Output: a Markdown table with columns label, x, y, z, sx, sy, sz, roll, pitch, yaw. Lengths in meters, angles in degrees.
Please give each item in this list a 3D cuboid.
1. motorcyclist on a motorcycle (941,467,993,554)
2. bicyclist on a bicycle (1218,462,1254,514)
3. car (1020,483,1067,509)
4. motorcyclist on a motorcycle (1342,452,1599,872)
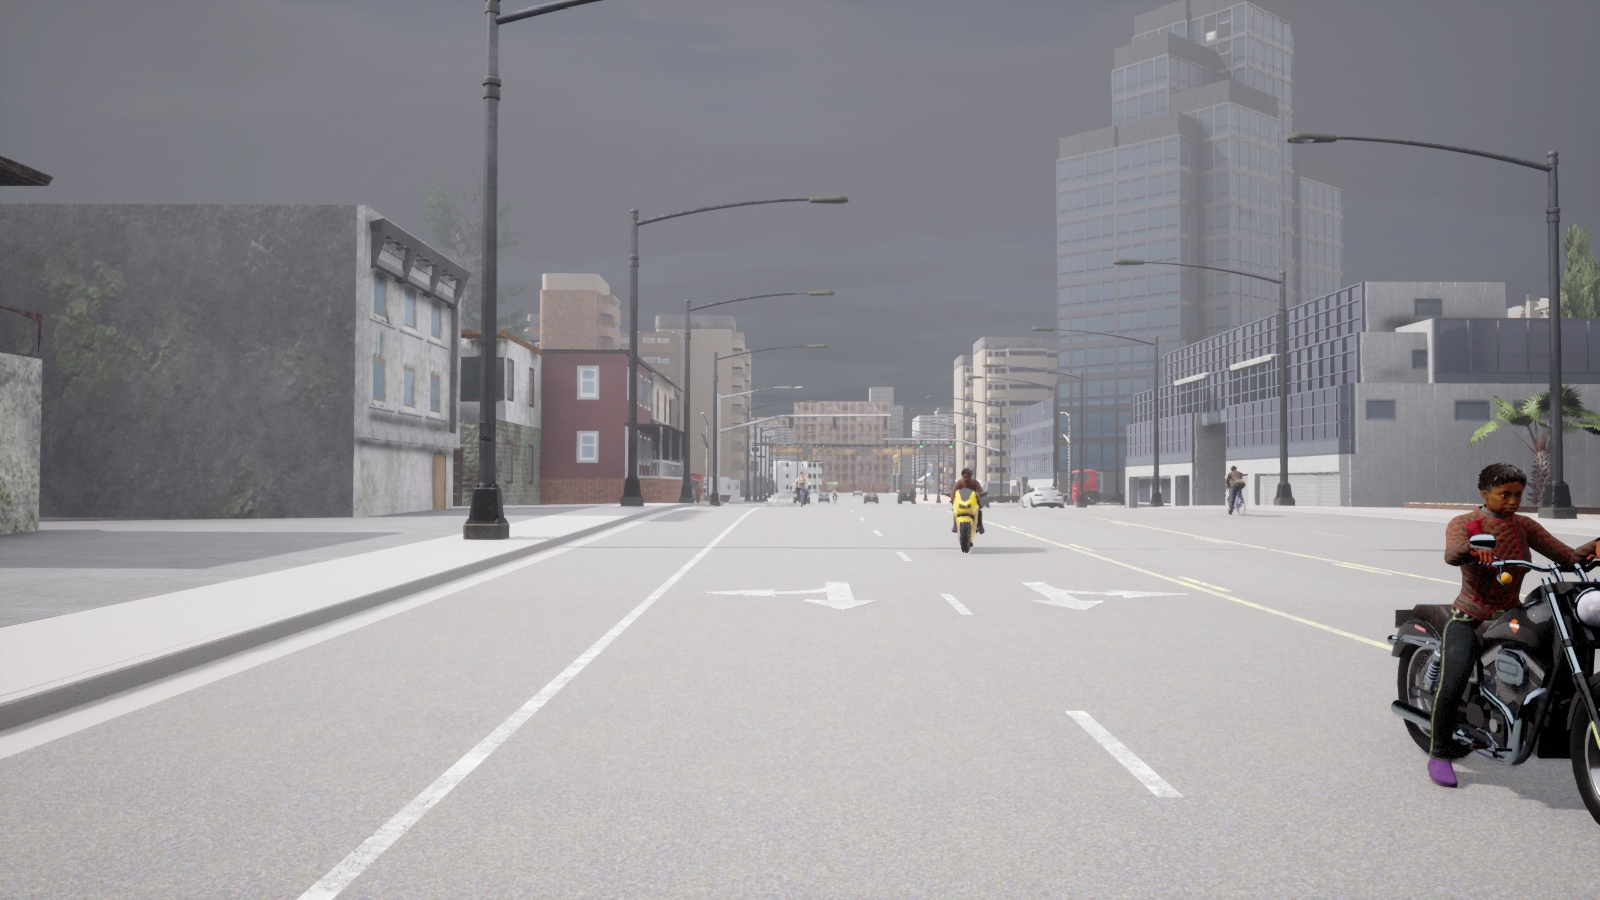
| label | x | y | z | sx | sy | sz | roll | pitch | yaw |
| --- | --- | --- | --- | --- | --- | --- | --- | --- | --- |
| motorcyclist on a motorcycle | 3.095 | 1.074 | 23.139 | 0.797 | 1.523 | 2.044 | -1 | -1 | 11 |
| bicyclist on a bicycle | 14.073 | 1.222 | 40.579 | 0.582 | 1.620 | 1.656 | 0 | -1 | 0 |
| car | 14.127 | 2.694 | 73.109 | 1.812 | 1.442 | 4.674 | 0 | -3 | 0 |
| motorcyclist on a motorcycle | 3.520 | 0.843 | 6.085 | 0.766 | 1.649 | 2.350 | 0 | -1 | 0 |
